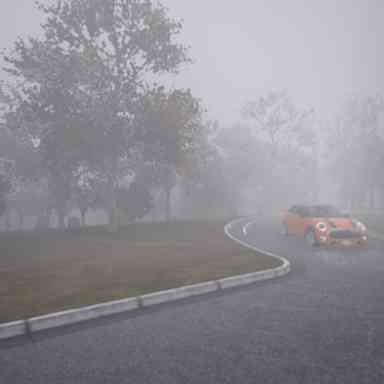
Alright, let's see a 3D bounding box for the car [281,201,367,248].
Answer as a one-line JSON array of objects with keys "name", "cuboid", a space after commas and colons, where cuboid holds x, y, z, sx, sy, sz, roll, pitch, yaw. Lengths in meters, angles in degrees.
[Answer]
[{"name": "car", "cuboid": [5.603, 1.313, 14.677, 2.097, 1.767, 4.553, 0, 0, -4]}]
